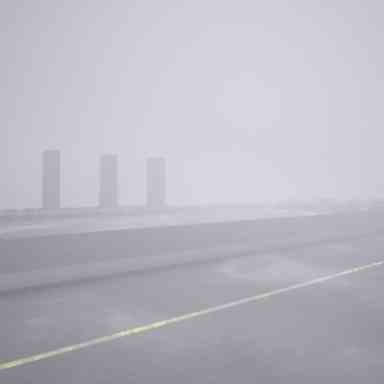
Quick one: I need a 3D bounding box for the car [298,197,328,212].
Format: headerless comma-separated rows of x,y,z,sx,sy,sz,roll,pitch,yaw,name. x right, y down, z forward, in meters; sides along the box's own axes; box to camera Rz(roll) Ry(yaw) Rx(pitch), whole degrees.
14.099,1.357,36.223,4.892,1.490,1.837,0,0,-37,car

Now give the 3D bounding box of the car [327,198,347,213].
15.941,1.451,33.235,4.718,1.301,1.895,0,0,-37,car

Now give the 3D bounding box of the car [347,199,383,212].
15.970,1.352,28.892,4.902,1.511,2.128,0,0,-37,car

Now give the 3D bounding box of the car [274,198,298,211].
11.454,1.420,38.617,4.181,1.385,1.994,0,0,-37,car
